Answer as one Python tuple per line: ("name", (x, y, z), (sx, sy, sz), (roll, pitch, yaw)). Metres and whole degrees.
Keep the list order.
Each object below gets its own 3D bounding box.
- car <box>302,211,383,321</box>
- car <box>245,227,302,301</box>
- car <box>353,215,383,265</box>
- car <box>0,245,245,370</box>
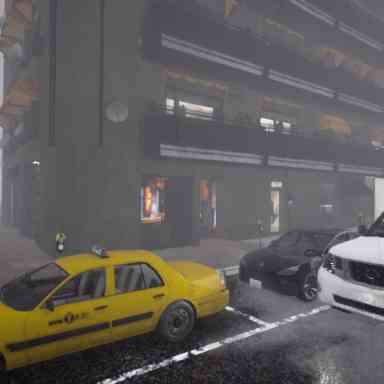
("car", (4.855, 1.223, 6.514), (5.566, 2.045, 2.150), (0, 0, -35))
("car", (3.125, 1.567, 8.297), (4.313, 1.339, 1.947), (0, 1, -35))
("car", (7.749, 1.547, 11.579), (4.507, 1.381, 1.887), (0, 1, -35))
("car", (-1.638, 1.526, 4.915), (4.829, 1.417, 1.752), (0, 1, -35))
